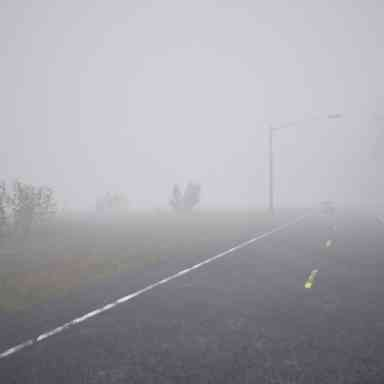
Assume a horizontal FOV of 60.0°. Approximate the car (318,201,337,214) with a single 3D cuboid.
[{"bbox_3d":[16.995,1.904,41.598,1.837,1.490,4.892,-1,-1,26],"label":"car"}]
